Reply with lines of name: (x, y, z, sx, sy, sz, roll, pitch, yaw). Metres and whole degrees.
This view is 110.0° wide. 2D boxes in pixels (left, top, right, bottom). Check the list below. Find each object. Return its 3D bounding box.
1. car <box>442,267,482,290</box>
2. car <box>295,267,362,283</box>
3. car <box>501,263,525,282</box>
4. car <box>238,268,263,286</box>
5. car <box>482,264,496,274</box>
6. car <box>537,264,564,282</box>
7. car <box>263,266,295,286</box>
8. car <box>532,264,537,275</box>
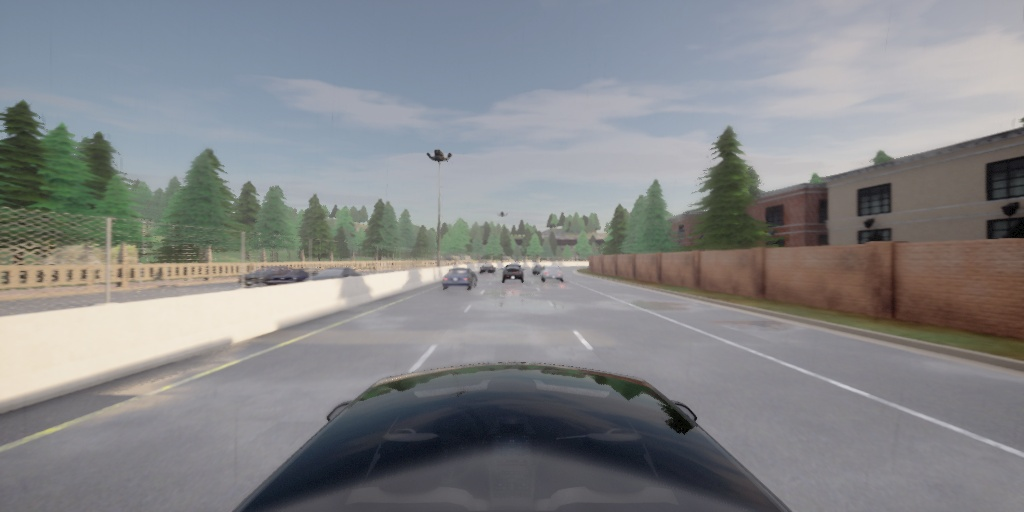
car: (-3.414, 1.483, 24.134, 2.033, 1.411, 5.357, 0, -1, 0)
car: (-10.596, 1.404, 21.607, 1.812, 1.442, 4.674, 0, -1, 0)
car: (0.084, 1.531, 32.371, 1.837, 1.490, 4.892, 0, 0, 0)
car: (-17.571, 1.439, 26.695, 2.033, 1.411, 5.357, 0, -1, 0)
car: (-3.249, 1.769, 50.026, 1.895, 1.301, 4.718, 0, -1, 3)
car: (3.582, 1.575, 33.126, 1.812, 1.442, 4.674, 0, 0, 0)
car: (-14.087, 1.486, 24.218, 1.895, 1.301, 4.718, 0, -1, 0)
car: (3.655, 1.732, 46.312, 1.994, 1.385, 4.181, 0, 0, 1)
